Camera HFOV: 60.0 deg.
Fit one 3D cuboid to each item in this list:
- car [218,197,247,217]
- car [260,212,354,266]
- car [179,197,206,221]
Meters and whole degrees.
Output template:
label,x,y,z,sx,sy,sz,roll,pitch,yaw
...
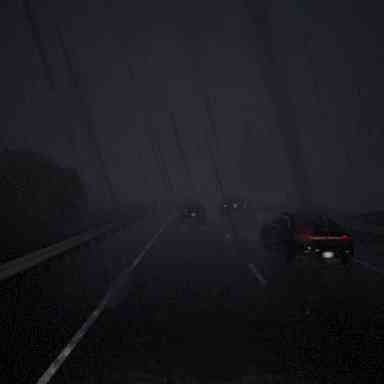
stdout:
label,x,y,z,sx,sy,sz,roll,pitch,yaw
car,3.500,1.192,29.409,2.097,1.767,4.553,0,0,-1
car,3.604,1.430,11.226,2.128,1.511,4.902,0,0,0
car,0.073,1.387,25.382,1.812,1.442,4.674,0,0,0
